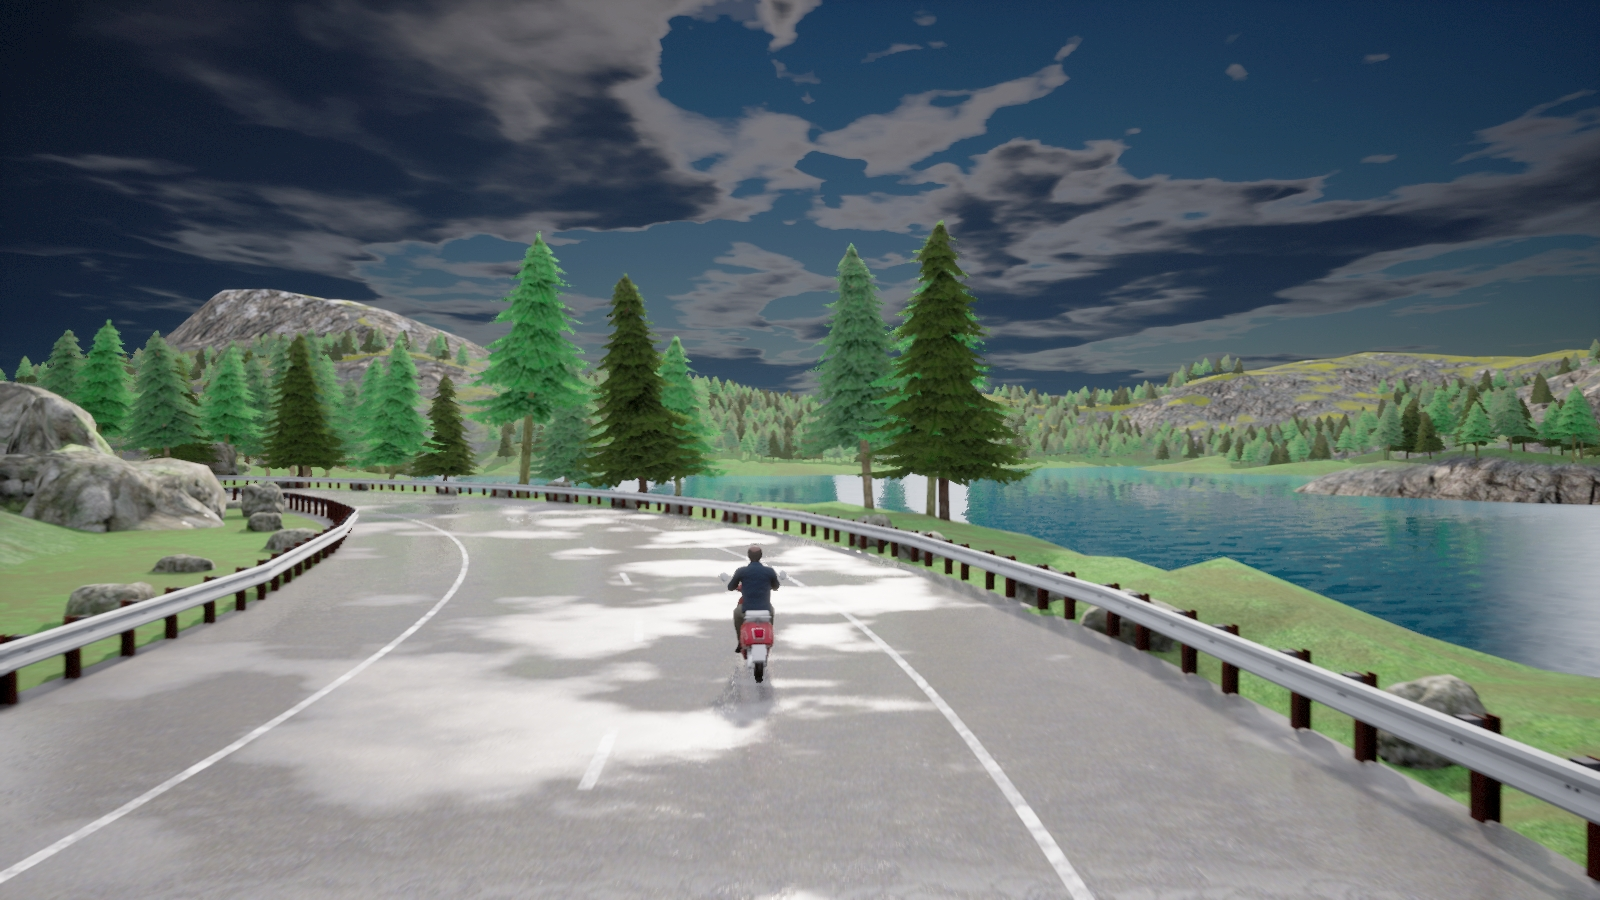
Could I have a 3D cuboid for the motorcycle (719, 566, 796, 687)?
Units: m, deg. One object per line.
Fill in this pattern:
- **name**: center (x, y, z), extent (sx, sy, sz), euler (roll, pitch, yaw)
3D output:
- **motorcycle**: center (-0.569, 2.182, 14.416), extent (0.856, 1.236, 1.805), euler (0, 0, -6)
